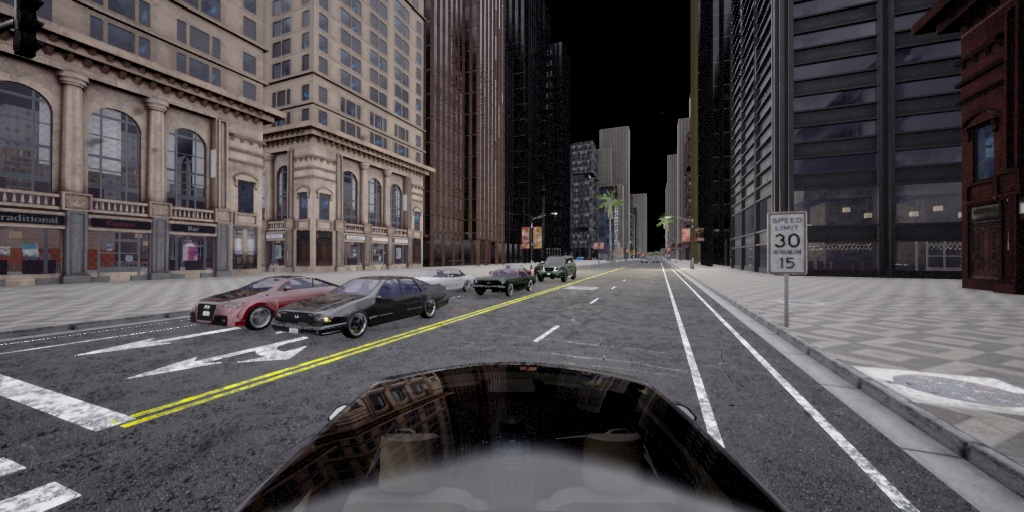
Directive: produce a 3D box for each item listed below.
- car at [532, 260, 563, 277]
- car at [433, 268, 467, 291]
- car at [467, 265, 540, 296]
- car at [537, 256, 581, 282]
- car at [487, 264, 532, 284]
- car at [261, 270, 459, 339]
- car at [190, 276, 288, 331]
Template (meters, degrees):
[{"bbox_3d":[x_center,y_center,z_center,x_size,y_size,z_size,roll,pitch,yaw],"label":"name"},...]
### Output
[{"bbox_3d":[3.835,1.250,37.915,1.882,1.535,5.008,0,0,23],"label":"car"},{"bbox_3d":[-3.871,1.356,19.278,1.895,1.301,4.718,0,0,22],"label":"car"},{"bbox_3d":[-0.287,1.357,19.444,1.895,1.301,4.718,0,0,23],"label":"car"},{"bbox_3d":[3.785,0.986,29.336,2.150,2.045,5.566,0,0,22],"label":"car"},{"bbox_3d":[-0.081,1.364,28.490,1.895,1.301,4.718,0,0,23],"label":"car"},{"bbox_3d":[-3.934,1.299,10.576,2.033,1.411,5.357,0,0,22],"label":"car"},{"bbox_3d":[-7.198,1.315,11.173,1.994,1.385,4.181,0,0,23],"label":"car"}]
